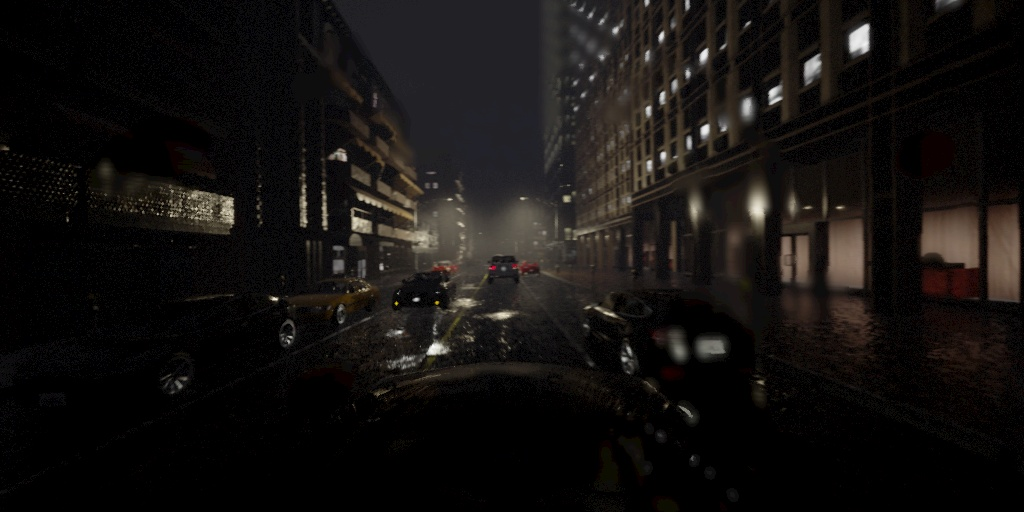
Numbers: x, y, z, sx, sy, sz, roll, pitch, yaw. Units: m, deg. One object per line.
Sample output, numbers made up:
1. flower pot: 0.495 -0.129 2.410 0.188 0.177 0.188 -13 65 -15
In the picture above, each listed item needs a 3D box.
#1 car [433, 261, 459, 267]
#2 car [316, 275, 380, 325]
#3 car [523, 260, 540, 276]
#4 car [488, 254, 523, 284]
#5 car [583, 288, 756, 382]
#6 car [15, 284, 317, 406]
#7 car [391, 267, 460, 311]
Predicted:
1. car: -6.652 1.214 34.845 1.967 1.591 4.097 0 0 -2
2. car: -5.921 1.344 12.093 1.751 1.417 4.829 0 0 -2
3. car: 1.723 1.180 35.114 1.888 1.381 4.507 0 0 -2
4. car: -0.620 0.913 26.682 2.150 2.045 5.566 -1 0 -1
5. car: 2.630 1.258 6.886 1.948 1.339 4.313 0 0 -2
6. car: -5.746 1.397 6.617 1.948 1.339 4.313 0 0 -2
7. car: -3.418 1.335 14.582 1.994 1.385 4.181 -1 0 -2
